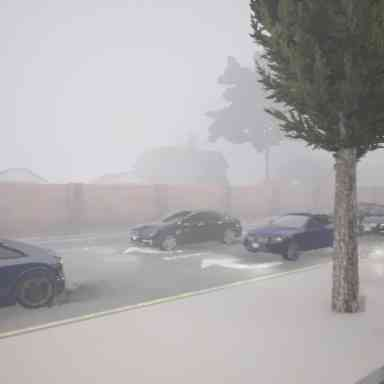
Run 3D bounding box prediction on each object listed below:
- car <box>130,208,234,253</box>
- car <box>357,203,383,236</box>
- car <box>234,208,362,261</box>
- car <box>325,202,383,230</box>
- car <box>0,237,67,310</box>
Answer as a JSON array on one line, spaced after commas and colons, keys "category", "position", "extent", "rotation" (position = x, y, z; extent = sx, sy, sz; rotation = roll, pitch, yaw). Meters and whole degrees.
[{"category": "car", "position": [-0.111, 1.449, 13.619], "extent": [4.892, 1.490, 1.837], "rotation": [0, 0, -35]}, {"category": "car", "position": [9.903, 1.407, 16.401], "extent": [4.902, 1.511, 2.128], "rotation": [0, 0, -35]}, {"category": "car", "position": [3.992, 1.468, 12.190], "extent": [4.674, 1.442, 1.812], "rotation": [0, 0, -34]}, {"category": "car", "position": [11.096, 1.440, 21.450], "extent": [5.357, 1.411, 2.033], "rotation": [0, 0, -34]}, {"category": "car", "position": [-4.611, 1.544, 6.245], "extent": [4.181, 1.385, 1.994], "rotation": [0, 0, -35]}]
